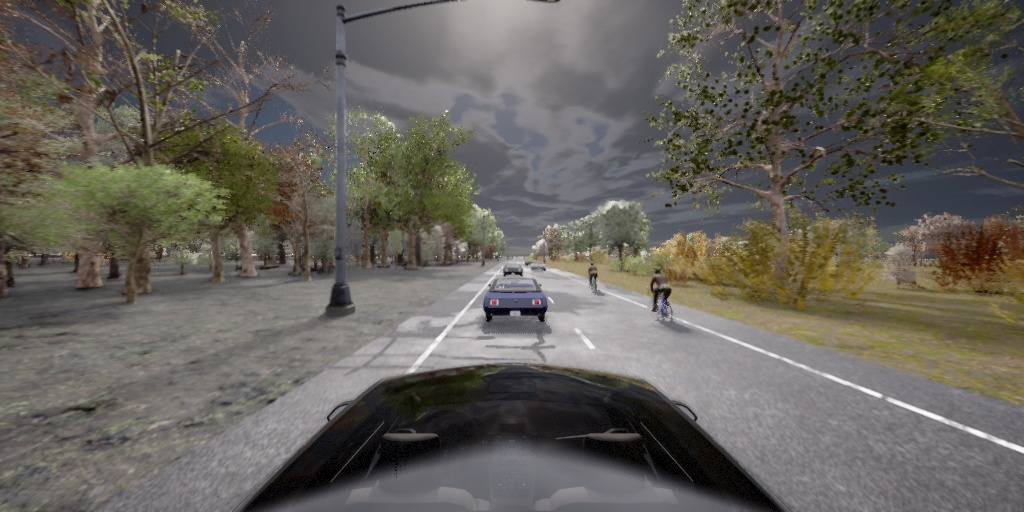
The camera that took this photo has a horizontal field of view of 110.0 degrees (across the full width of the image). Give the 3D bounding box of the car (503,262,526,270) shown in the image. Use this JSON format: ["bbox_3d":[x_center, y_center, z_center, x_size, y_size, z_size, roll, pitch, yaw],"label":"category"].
[{"bbox_3d":[0.102,1.351,35.180,1.895,1.301,4.718,0,0,0],"label":"car"}]

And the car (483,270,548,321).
[{"bbox_3d":[0.102,1.351,12.433,1.895,1.301,4.718,0,0,0],"label":"car"}]

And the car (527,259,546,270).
[{"bbox_3d":[3.600,1.353,50.519,1.895,1.301,4.718,0,0,0],"label":"car"}]

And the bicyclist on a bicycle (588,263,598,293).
[{"bbox_3d":[4.468,1.203,19.783,0.582,1.620,1.656,0,0,0],"label":"bicyclist on a bicycle"}]

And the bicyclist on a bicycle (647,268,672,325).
[{"bbox_3d":[4.467,1.203,10.836,0.582,1.620,1.656,0,0,0],"label":"bicyclist on a bicycle"}]
